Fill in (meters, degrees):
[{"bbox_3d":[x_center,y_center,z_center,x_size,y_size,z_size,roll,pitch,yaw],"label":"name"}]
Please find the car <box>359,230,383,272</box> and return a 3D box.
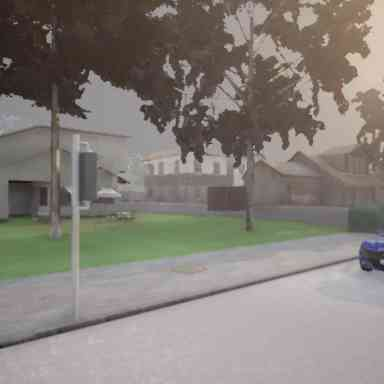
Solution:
[{"bbox_3d":[7.082,1.620,10.402,5.008,1.535,1.882,1,-1,-39],"label":"car"}]
